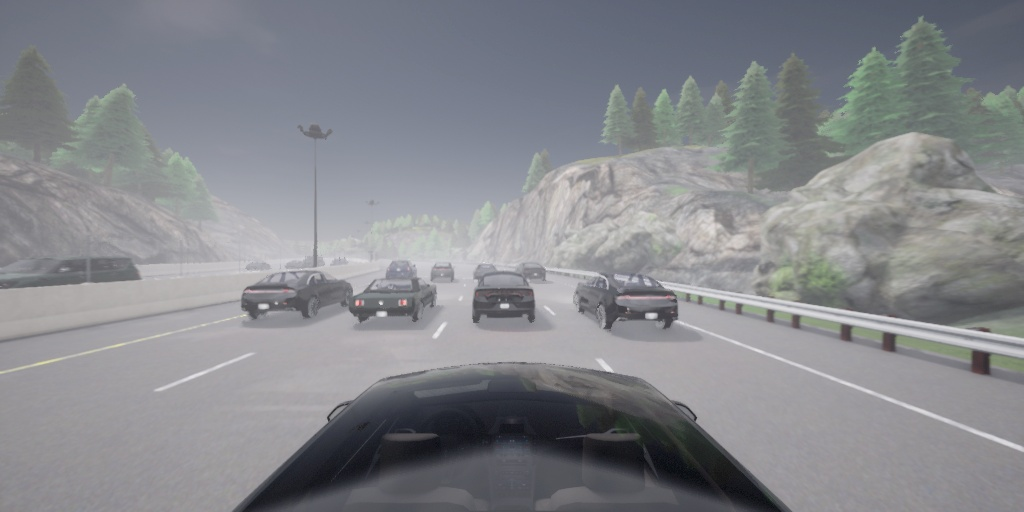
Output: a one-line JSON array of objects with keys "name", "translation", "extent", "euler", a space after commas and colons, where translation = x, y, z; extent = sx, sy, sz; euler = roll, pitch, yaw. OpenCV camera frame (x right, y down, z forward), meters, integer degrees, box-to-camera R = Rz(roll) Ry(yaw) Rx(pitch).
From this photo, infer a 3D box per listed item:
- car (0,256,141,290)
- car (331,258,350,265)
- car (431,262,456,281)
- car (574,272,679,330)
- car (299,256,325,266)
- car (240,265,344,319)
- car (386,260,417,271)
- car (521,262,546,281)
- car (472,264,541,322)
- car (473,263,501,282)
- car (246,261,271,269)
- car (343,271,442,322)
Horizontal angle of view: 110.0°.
[{"name": "car", "translation": [-18.168, 1.006, 14.342], "extent": [2.150, 2.045, 5.566], "euler": [0, 0, -5]}, {"name": "car", "translation": [-26.017, 1.143, 54.457], "extent": [2.097, 1.767, 4.553], "euler": [0, 0, -17]}, {"name": "car", "translation": [-5.758, 1.246, 30.017], "extent": [2.128, 1.511, 4.902], "euler": [0, 0, -9]}, {"name": "car", "translation": [3.242, 1.232, 11.071], "extent": [2.128, 1.511, 4.902], "euler": [0, 0, -3]}, {"name": "car", "translation": [-29.219, 1.018, 53.056], "extent": [2.150, 2.045, 5.566], "euler": [0, 0, -17]}, {"name": "car", "translation": [-7.367, 1.254, 12.850], "extent": [2.128, 1.511, 4.902], "euler": [0, 0, -3]}, {"name": "car", "translation": [-9.451, 1.114, 30.927], "extent": [2.097, 1.767, 4.553], "euler": [0, 0, -9]}, {"name": "car", "translation": [1.426, 1.217, 29.354], "extent": [1.882, 1.535, 5.008], "euler": [0, 0, -8]}, {"name": "car", "translation": [-0.328, 1.225, 12.378], "extent": [1.882, 1.535, 5.008], "euler": [0, 0, -3]}, {"name": "car", "translation": [-2.191, 1.311, 29.830], "extent": [1.994, 1.385, 4.181], "euler": [0, 0, -9]}, {"name": "car", "translation": [-35.828, 1.376, 50.741], "extent": [1.994, 1.385, 4.181], "euler": [0, 0, -17]}, {"name": "car", "translation": [-3.817, 1.356, 12.401], "extent": [1.895, 1.301, 4.718], "euler": [0, 0, -3]}]
